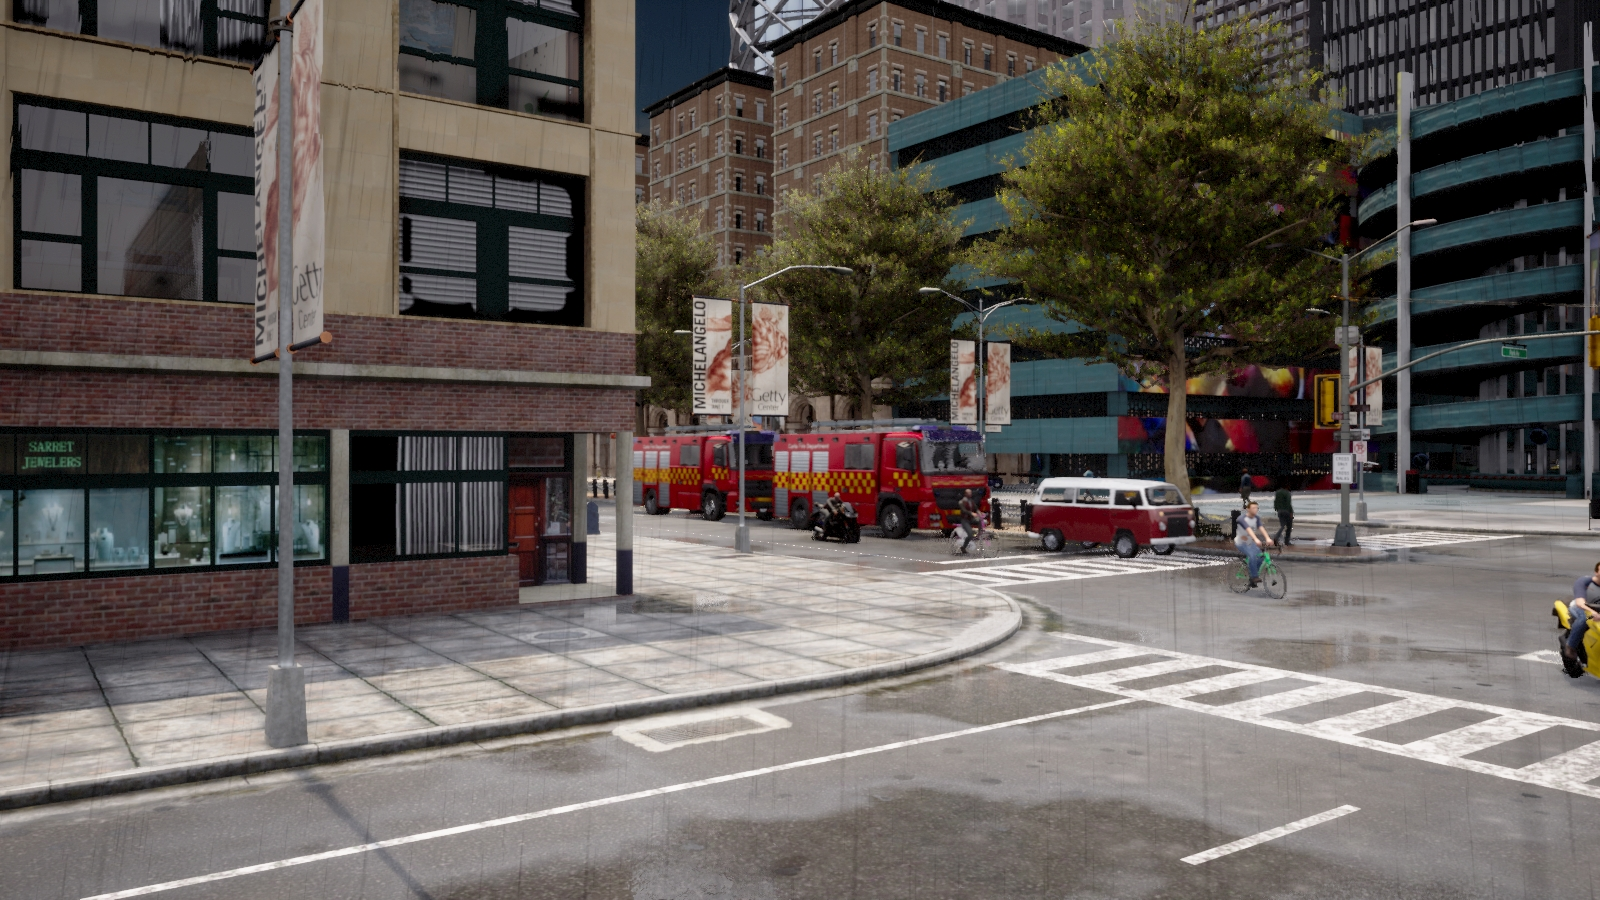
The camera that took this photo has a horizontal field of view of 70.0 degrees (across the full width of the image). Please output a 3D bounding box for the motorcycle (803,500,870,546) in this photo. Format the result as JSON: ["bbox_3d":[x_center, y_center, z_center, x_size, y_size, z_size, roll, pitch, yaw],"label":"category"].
[{"bbox_3d":[1.095,2.197,34.664,0.867,1.251,2.209,0,0,-35],"label":"motorcycle"}]

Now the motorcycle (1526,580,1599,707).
[{"bbox_3d":[9.295,2.205,13.259,0.803,1.145,2.033,-1,0,13],"label":"motorcycle"}]

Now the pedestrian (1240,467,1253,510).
[{"bbox_3d":[19.391,1.679,49.631,0.375,1.860,0.375,0,0,-30],"label":"pedestrian"}]

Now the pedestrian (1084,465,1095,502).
[{"bbox_3d":[14.664,1.681,57.936,0.375,1.860,0.375,0,0,-25],"label":"pedestrian"}]

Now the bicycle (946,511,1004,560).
[{"bbox_3d":[4.534,2.202,29.673,0.329,1.171,1.835,0,0,-33],"label":"bicycle"}]

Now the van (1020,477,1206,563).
[{"bbox_3d":[8.280,1.777,30.611,2.069,2.038,4.480,0,-1,-36],"label":"van"}]

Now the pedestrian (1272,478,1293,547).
[{"bbox_3d":[13.168,1.692,31.210,0.375,1.860,0.375,0,0,-29],"label":"pedestrian"}]

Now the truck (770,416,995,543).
[{"bbox_3d":[2.522,0.882,38.703,2.891,3.827,8.468,0,0,-35],"label":"truck"}]

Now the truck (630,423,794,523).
[{"bbox_3d":[-3.858,0.881,47.742,2.891,3.827,8.468,0,0,-35],"label":"truck"}]
